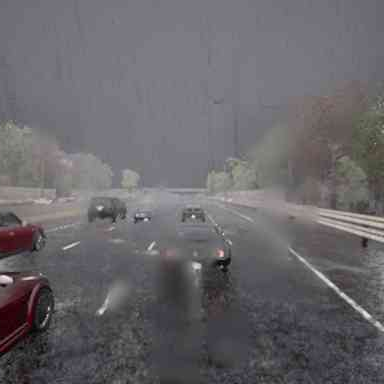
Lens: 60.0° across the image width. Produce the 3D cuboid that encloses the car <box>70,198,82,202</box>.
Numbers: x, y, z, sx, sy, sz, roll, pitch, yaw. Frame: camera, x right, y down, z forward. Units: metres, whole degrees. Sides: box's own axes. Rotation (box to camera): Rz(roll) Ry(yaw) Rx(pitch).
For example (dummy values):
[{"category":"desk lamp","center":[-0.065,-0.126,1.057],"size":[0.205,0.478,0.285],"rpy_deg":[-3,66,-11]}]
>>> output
[{"category":"car","center":[-20.980,1.896,63.533],"size":[1.882,1.535,5.008],"rpy_deg":[0,0,0]}]

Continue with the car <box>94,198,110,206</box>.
[{"category":"car","center":[-17.483,1.919,64.846],"size":[1.882,1.535,5.008],"rpy_deg":[0,0,0]}]

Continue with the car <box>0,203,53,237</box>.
[{"category":"car","center":[-6.898,1.420,11.416],"size":[2.097,1.767,4.553],"rpy_deg":[0,0,0]}]

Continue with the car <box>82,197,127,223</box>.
[{"category":"car","center":[-6.889,1.392,27.451],"size":[2.150,2.045,5.566],"rpy_deg":[0,0,0]}]

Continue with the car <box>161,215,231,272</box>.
[{"category":"car","center":[0.103,1.667,10.942],"size":[1.895,1.301,4.718],"rpy_deg":[0,0,0]}]

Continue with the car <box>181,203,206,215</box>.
[{"category":"car","center":[0.109,1.683,28.415],"size":[1.837,1.490,4.892],"rpy_deg":[0,0,0]}]

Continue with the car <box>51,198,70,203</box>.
[{"category":"car","center":[-24.478,1.941,63.464],"size":[1.812,1.442,4.674],"rpy_deg":[0,0,0]}]

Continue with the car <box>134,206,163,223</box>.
[{"category":"car","center":[-3.392,1.767,26.792],"size":[1.895,1.301,4.718],"rpy_deg":[0,0,0]}]

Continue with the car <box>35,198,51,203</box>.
[{"category":"car","center":[-27.977,1.937,62.972],"size":[1.812,1.442,4.674],"rpy_deg":[0,0,0]}]

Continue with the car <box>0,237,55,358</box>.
[{"category":"car","center":[-3.408,1.590,4.190],"size":[1.994,1.385,4.181],"rpy_deg":[0,0,0]}]
